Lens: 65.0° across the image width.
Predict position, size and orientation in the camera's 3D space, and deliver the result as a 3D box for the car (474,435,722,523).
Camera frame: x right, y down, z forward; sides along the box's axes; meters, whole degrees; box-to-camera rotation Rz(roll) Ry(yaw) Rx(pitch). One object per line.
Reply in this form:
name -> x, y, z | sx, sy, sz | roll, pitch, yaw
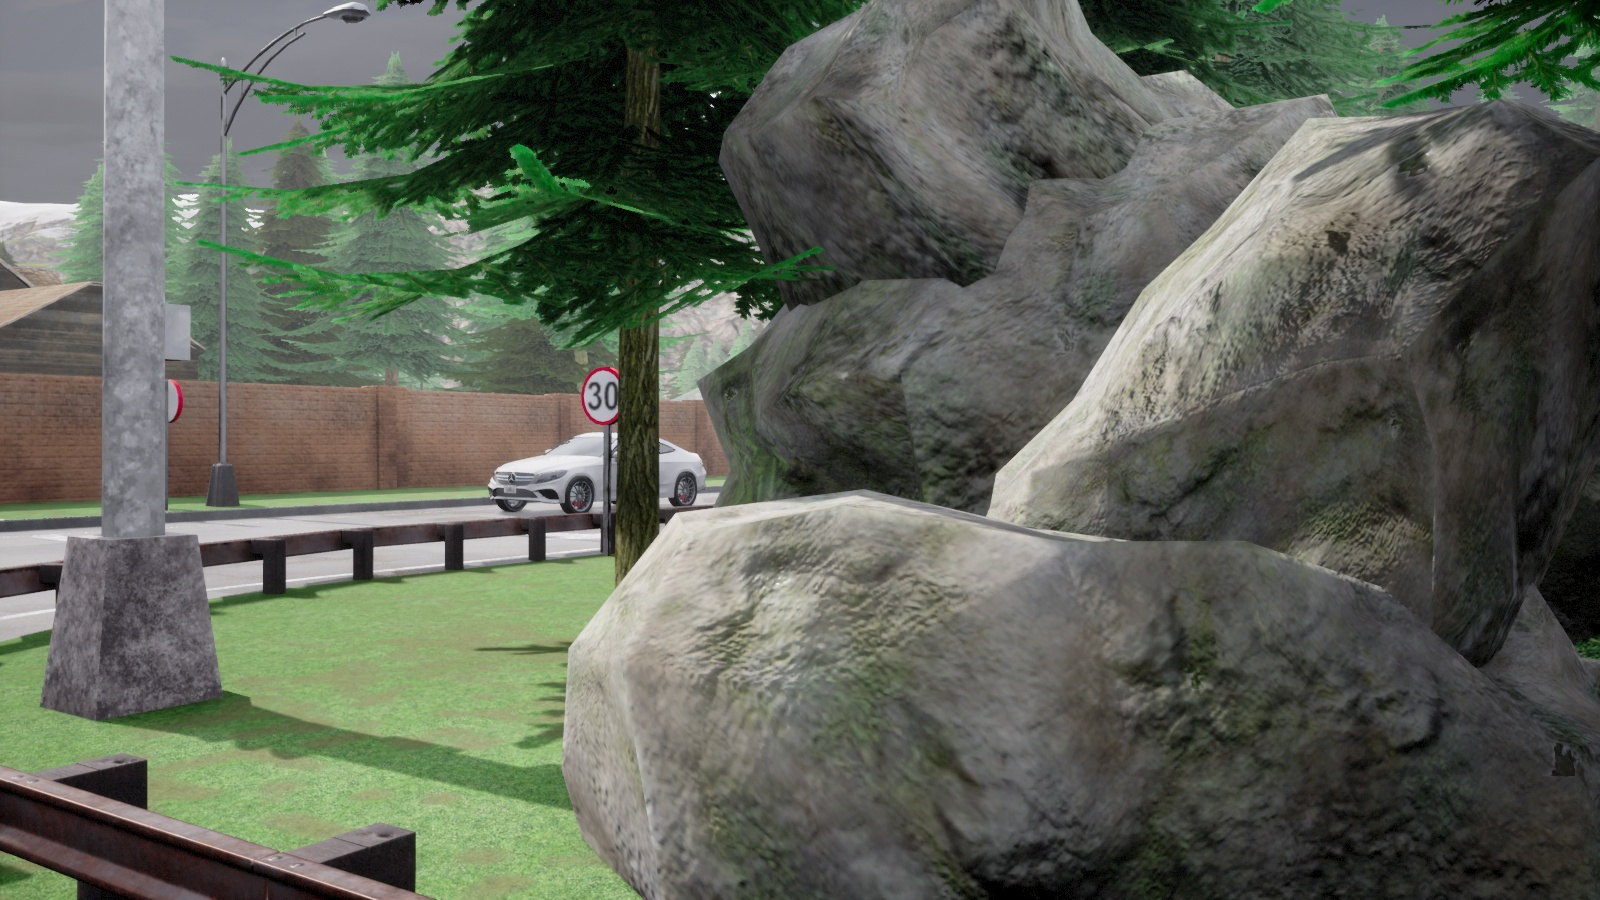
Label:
car -> -3.608, 0.457, 23.271 | 1.812, 1.442, 4.674 | 0, 1, 34
